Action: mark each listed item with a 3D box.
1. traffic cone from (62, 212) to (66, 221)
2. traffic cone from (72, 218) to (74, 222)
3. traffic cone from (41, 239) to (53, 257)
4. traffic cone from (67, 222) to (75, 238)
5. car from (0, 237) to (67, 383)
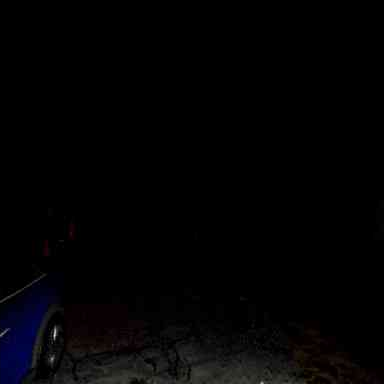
[{"bbox_3d":[-9.261,1.760,24.126,0.340,0.580,0.340,0,2,-31],"label":"traffic cone"},{"bbox_3d":[-7.172,1.835,20.029,0.340,0.580,0.340,0,0,-23],"label":"traffic cone"},{"bbox_3d":[-4.842,1.858,11.132,0.340,0.580,0.340,1,0,-6],"label":"traffic cone"},{"bbox_3d":[-5.688,1.851,15.665,0.340,0.580,0.340,1,0,-15],"label":"traffic cone"},{"bbox_3d":[-2.692,1.297,2.410,2.097,1.767,4.553,1,0,1],"label":"car"}]
